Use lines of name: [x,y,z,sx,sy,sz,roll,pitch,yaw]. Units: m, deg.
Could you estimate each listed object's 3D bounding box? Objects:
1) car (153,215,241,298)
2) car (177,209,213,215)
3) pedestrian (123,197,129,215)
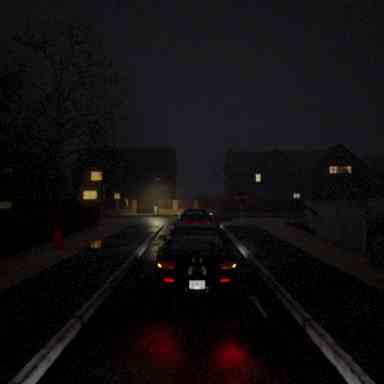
car: [0.102,1.535,8.401,1.812,1.442,4.674,0,0,0]
car: [0.169,1.583,17.554,1.994,1.385,4.181,0,0,2]
pedestrian: [-6.708,1.393,33.789,0.375,1.860,0.375,0,-1,1]
